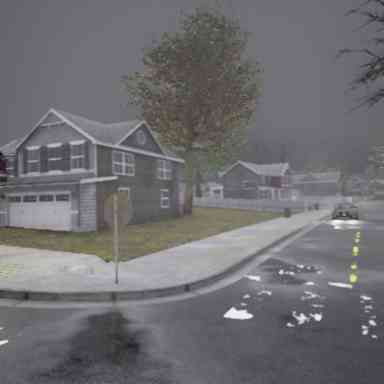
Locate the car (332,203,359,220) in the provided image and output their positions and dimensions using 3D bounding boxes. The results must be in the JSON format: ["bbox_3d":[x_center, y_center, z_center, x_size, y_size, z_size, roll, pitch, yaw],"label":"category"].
[{"bbox_3d":[13.416,1.671,28.995,1.994,1.385,4.181,-2,-1,29],"label":"car"}]
